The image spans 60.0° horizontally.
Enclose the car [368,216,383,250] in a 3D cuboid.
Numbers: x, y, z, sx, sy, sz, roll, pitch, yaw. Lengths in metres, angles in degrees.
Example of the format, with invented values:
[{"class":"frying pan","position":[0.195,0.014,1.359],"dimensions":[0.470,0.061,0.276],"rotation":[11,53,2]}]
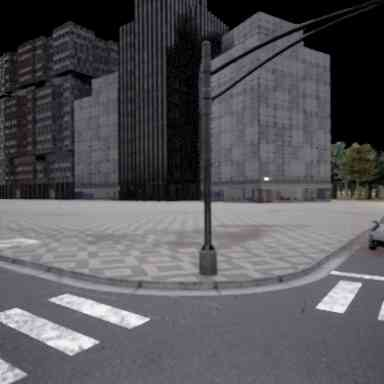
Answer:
[{"class":"car","position":[8.619,1.617,13.793],"dimensions":[1.994,1.385,4.181],"rotation":[-1,0,34]}]
